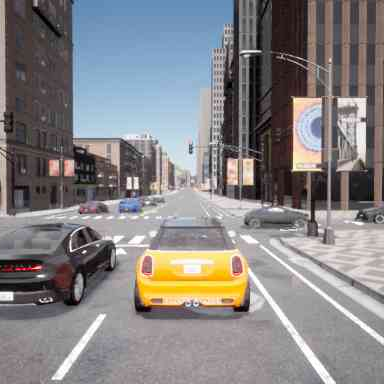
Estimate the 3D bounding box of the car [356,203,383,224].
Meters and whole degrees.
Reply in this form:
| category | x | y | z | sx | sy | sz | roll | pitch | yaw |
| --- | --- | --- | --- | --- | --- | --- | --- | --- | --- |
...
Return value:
| category | x | y | z | sx | sy | sz | roll | pitch | yaw |
| --- | --- | --- | --- | --- | --- | --- | --- | --- | --- |
| car | 13.983 | 1.470 | 23.535 | 4.181 | 1.385 | 1.994 | 0 | 1 | 0 |

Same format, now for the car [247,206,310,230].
| category | x | y | z | sx | sy | sz | roll | pitch | yaw |
| --- | --- | --- | --- | --- | --- | --- | --- | --- | --- |
| car | 5.298 | 1.551 | 20.667 | 4.181 | 1.385 | 1.994 | 0 | 1 | 9 |

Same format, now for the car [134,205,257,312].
| category | x | y | z | sx | sy | sz | roll | pitch | yaw |
| --- | --- | --- | --- | --- | --- | --- | --- | --- | --- |
| car | 0.009 | 1.351 | 7.864 | 2.097 | 1.767 | 4.553 | 0 | 0 | 0 |

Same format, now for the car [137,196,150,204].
| category | x | y | z | sx | sy | sz | roll | pitch | yaw |
| --- | --- | --- | --- | --- | --- | --- | --- | --- | --- |
| car | -9.768 | 1.537 | 67.520 | 1.837 | 1.490 | 4.892 | 0 | 0 | 0 |

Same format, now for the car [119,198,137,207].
| category | x | y | z | sx | sy | sz | roll | pitch | yaw |
| --- | --- | --- | --- | --- | --- | --- | --- | --- | --- |
| car | -9.854 | 1.626 | 51.422 | 1.895 | 1.301 | 4.718 | 0 | 0 | 0 |

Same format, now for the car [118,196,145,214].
| category | x | y | z | sx | sy | sz | roll | pitch | yaw |
| --- | --- | --- | --- | --- | --- | --- | --- | --- | --- |
| car | -6.605 | 1.493 | 35.916 | 1.882 | 1.535 | 5.008 | 0 | 0 | 0 |

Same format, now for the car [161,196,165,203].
| category | x | y | z | sx | sy | sz | roll | pitch | yaw |
| --- | --- | --- | --- | --- | --- | --- | --- | --- | --- |
| car | -6.520 | 1.592 | 67.587 | 1.994 | 1.385 | 4.181 | 0 | 0 | 0 |

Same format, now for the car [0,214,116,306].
| category | x | y | z | sx | sy | sz | roll | pitch | yaw |
| --- | --- | --- | --- | --- | --- | --- | --- | --- | --- |
| car | -3.154 | 1.504 | 8.008 | 1.837 | 1.490 | 4.892 | 0 | 0 | 0 |

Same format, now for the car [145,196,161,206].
| category | x | y | z | sx | sy | sz | roll | pitch | yaw |
| --- | --- | --- | --- | --- | --- | --- | --- | --- | --- |
| car | -6.600 | 1.519 | 51.837 | 2.128 | 1.511 | 4.902 | 0 | 0 | 0 |

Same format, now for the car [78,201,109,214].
| category | x | y | z | sx | sy | sz | roll | pitch | yaw |
| --- | --- | --- | --- | --- | --- | --- | --- | --- | --- |
| car | -10.015 | 1.577 | 34.020 | 1.994 | 1.385 | 4.181 | 0 | 0 | 5 |
